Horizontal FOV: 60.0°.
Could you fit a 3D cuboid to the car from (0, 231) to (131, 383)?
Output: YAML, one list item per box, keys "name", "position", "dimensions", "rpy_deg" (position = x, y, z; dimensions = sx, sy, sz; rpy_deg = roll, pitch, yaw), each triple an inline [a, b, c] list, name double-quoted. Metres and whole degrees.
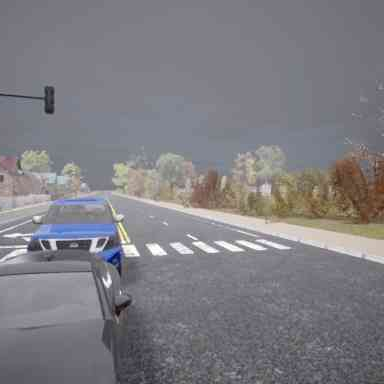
- name: "car"
  position: [-1.743, 1.524, 3.964]
  dimensions: [1.812, 1.442, 4.674]
  rpy_deg: [0, 0, -12]

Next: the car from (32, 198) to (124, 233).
- name: "car"
  position: [-3.342, 1.216, 10.064]
  dimensions: [2.150, 2.045, 5.566]
  rpy_deg: [0, 0, -15]

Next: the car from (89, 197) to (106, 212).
- name: "car"
  position: [-11.188, 1.443, 39.583]
  dimensions: [1.882, 1.535, 5.008]
  rpy_deg: [0, 0, -15]

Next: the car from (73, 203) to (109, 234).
- name: "car"
  position: [-6.024, 1.492, 20.155]
  dimensions: [1.837, 1.490, 4.892]
  rpy_deg: [0, 0, -15]
